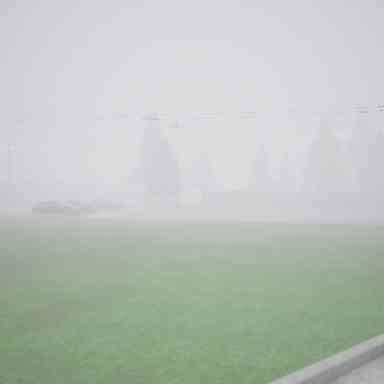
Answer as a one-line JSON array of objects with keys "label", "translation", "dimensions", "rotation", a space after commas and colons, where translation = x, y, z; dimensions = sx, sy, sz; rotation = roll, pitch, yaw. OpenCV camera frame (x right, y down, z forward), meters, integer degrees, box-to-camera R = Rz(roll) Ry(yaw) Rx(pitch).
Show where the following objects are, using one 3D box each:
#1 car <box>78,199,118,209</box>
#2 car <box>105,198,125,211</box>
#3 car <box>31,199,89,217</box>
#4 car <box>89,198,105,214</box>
[{"label": "car", "translation": [-12.519, 1.568, 44.237], "dimensions": [4.718, 1.301, 1.895], "rotation": [1, 0, 9]}, {"label": "car", "translation": [-10.527, 1.504, 40.379], "dimensions": [4.674, 1.442, 1.812], "rotation": [1, 0, 9]}, {"label": "car", "translation": [-12.132, 1.467, 30.003], "dimensions": [4.674, 1.442, 1.812], "rotation": [1, 0, 9]}, {"label": "car", "translation": [-11.597, 1.479, 33.462], "dimensions": [4.674, 1.442, 1.812], "rotation": [1, 0, 9]}]
